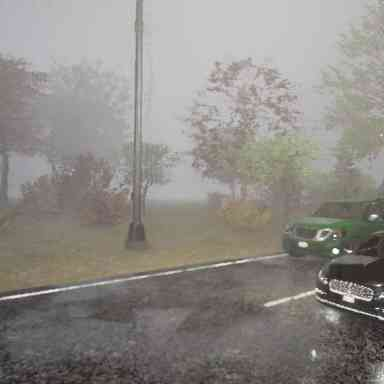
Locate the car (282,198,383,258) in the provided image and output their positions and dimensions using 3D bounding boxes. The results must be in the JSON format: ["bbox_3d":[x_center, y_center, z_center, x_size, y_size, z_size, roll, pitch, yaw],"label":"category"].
[{"bbox_3d":[5.607,1.248,11.594,5.566,2.045,2.150,1,0,-35],"label":"car"}]

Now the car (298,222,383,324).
[{"bbox_3d":[4.575,1.542,6.895,4.892,1.490,1.837,1,0,-35],"label":"car"}]
